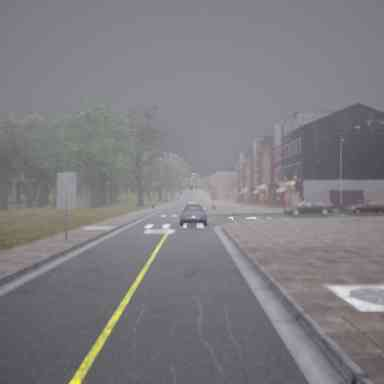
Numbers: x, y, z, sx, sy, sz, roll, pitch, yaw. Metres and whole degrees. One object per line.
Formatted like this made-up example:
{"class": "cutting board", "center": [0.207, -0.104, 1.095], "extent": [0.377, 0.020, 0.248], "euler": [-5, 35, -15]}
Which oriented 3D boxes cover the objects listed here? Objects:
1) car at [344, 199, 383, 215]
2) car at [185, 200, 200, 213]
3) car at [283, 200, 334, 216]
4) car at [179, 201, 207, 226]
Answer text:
{"class": "car", "center": [15.967, 1.331, 29.952], "extent": [4.206, 1.307, 1.802], "euler": [-1, 1, 0]}
{"class": "car", "center": [0.096, 1.817, 41.809], "extent": [1.812, 1.442, 4.674], "euler": [0, 0, 0]}
{"class": "car", "center": [10.436, 1.419, 29.954], "extent": [4.403, 1.369, 2.008], "euler": [-1, 1, 0]}
{"class": "car", "center": [0.094, 1.662, 24.682], "extent": [1.994, 1.385, 4.181], "euler": [-1, 0, 0]}
